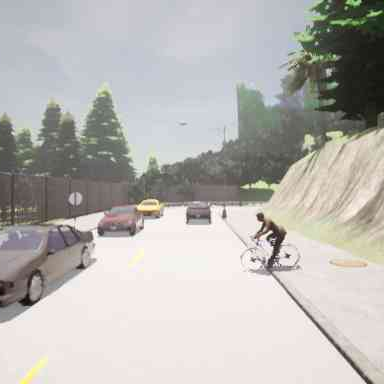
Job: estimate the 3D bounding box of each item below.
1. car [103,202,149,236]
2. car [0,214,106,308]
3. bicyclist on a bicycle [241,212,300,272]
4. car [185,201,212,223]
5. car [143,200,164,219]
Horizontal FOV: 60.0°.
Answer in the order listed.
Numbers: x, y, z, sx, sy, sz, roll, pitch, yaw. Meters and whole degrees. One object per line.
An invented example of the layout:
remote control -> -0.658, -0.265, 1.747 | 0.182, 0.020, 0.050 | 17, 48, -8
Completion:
car -> -3.807, 1.502, 18.541 | 1.812, 1.442, 4.674 | 0, 0, 1
car -> -3.988, 1.537, 8.331 | 2.033, 1.411, 5.357 | 0, 0, 1
bicyclist on a bicycle -> 2.125, 1.370, 9.234 | 1.656, 1.620, 0.582 | -6, 0, 1
car -> 0.503, 1.460, 25.563 | 2.128, 1.511, 4.902 | 0, 0, 1
car -> -3.603, 1.441, 29.011 | 1.882, 1.535, 5.008 | 0, 0, 1
